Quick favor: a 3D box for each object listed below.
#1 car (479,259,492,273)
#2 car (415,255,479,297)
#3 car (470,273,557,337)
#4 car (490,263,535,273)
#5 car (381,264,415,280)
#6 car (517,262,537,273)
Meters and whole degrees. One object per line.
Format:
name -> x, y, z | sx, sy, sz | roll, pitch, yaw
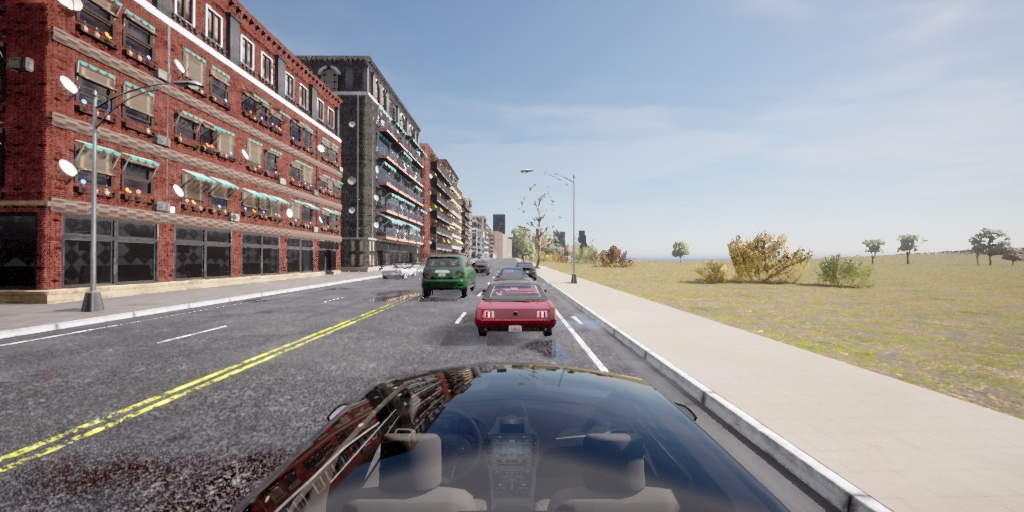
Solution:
car -> -3.255, 1.260, 38.284 | 1.837, 1.490, 4.892 | 0, 0, 0
car -> -3.200, 0.972, 19.003 | 2.150, 2.045, 5.566 | 0, 0, 0
car -> 0.076, 1.352, 10.322 | 1.895, 1.301, 4.718 | 0, 0, 0
car -> 0.037, 1.317, 20.353 | 1.994, 1.385, 4.181 | 0, 0, 0
car -> -9.938, 1.354, 31.747 | 1.895, 1.301, 4.718 | 0, 0, 0
car -> 1.054, 1.258, 30.347 | 1.837, 1.490, 4.892 | 0, 0, 0
